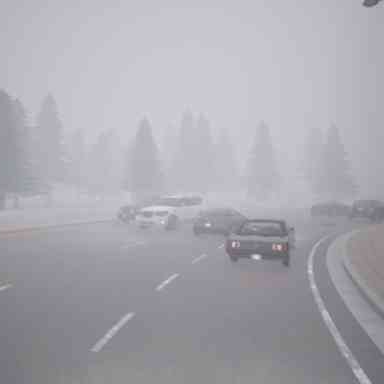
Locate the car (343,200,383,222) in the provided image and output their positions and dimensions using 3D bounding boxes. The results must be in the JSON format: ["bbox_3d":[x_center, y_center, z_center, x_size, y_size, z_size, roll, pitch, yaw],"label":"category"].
[{"bbox_3d":[14.906,1.413,27.456,4.553,1.767,2.097,0,0,-37],"label":"car"}]

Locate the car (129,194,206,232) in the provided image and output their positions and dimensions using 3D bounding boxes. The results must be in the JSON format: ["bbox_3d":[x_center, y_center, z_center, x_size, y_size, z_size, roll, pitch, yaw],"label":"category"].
[{"bbox_3d":[-1.063,1.203,20.586,2.150,2.045,5.566,0,0,31],"label":"car"}]

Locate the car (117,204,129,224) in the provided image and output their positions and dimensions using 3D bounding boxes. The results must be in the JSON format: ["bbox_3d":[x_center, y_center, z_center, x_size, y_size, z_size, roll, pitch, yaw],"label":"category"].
[{"bbox_3d":[-2.878,1.191,24.178,2.150,2.045,5.566,0,0,34],"label":"car"}]

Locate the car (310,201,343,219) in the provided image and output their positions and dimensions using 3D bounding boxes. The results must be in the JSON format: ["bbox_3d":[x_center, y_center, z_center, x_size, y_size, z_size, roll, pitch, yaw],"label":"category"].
[{"bbox_3d":[12.841,1.525,30.289,5.008,1.535,1.882,0,0,-37],"label":"car"}]

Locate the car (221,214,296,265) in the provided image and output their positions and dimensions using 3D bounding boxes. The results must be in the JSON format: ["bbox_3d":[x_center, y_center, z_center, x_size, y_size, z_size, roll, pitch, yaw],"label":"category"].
[{"bbox_3d":[2.637,1.607,11.819,1.895,1.301,4.718,0,0,20],"label":"car"}]

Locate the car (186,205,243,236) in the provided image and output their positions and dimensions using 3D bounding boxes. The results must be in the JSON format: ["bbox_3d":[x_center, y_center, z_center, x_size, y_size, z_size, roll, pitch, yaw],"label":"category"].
[{"bbox_3d":[1.709,1.561,17.797,1.994,1.385,4.181,0,0,28],"label":"car"}]
